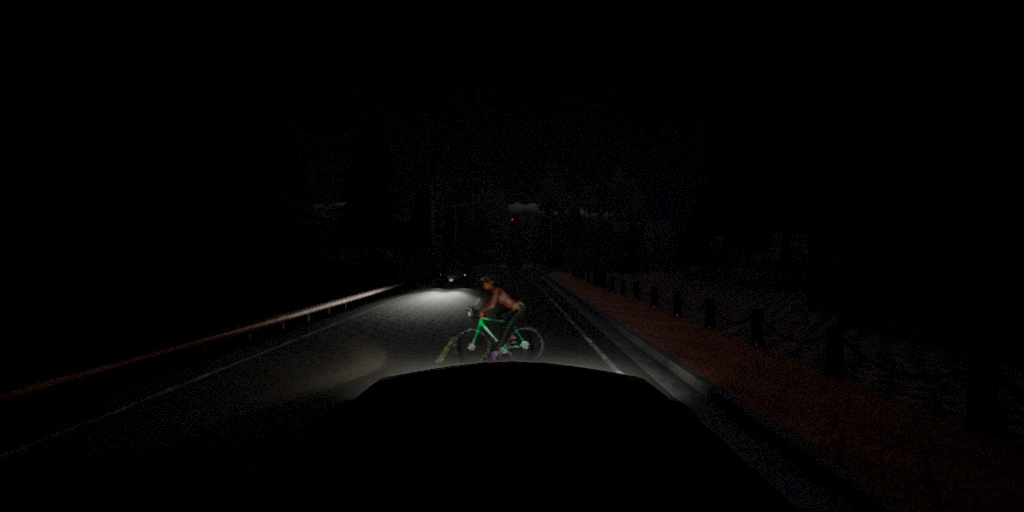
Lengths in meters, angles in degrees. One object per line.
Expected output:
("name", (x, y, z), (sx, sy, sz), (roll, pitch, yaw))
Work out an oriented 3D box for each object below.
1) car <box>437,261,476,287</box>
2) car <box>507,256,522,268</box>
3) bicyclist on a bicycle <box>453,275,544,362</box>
("car", (-3.402, 1.087, 22.715), (2.128, 1.511, 4.902), (0, 0, 1))
("car", (0.373, 0.743, 50.017), (2.097, 1.767, 4.553), (0, 0, 0))
("bicyclist on a bicycle", (-0.254, 1.164, 6.458), (1.656, 1.620, 0.582), (-2, 0, 0))
